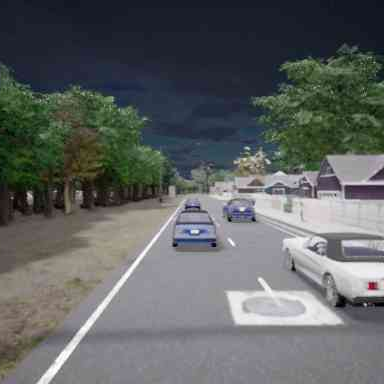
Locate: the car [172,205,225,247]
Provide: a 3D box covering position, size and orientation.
[{"bbox_3d":[0.102,1.522,14.928,2.033,1.411,5.357,0,0,0],"label":"car"}]

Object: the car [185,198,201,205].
[{"bbox_3d":[0.107,1.481,42.058,1.994,1.385,4.181,0,0,0],"label":"car"}]

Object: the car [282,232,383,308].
[{"bbox_3d":[3.601,1.590,7.819,1.895,1.301,4.718,0,0,0],"label":"car"}]

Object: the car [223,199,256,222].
[{"bbox_3d":[3.605,1.303,26.090,2.097,1.767,4.553,0,0,0],"label":"car"}]
